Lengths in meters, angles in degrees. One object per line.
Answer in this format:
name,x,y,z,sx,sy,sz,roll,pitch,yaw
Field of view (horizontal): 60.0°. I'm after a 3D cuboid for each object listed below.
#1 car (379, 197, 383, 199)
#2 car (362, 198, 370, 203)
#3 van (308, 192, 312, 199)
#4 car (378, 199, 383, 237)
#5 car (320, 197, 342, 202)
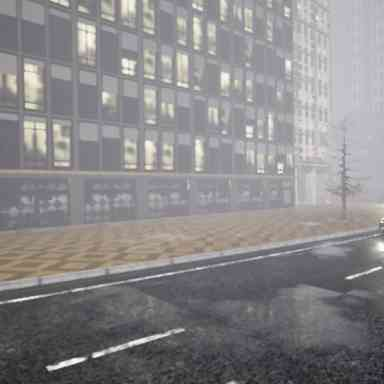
car,35.715,1.429,59.392,1.947,1.339,4.313,-1,1,-40
car,32.087,1.412,63.769,1.802,1.307,4.206,-1,1,-40
van,27.684,0.925,82.296,1.690,1.788,3.998,-1,1,-40
car,11.321,1.355,16.870,4.553,1.767,2.097,0,0,-40
car,28.491,1.362,68.170,1.947,1.339,4.313,-1,1,-40
